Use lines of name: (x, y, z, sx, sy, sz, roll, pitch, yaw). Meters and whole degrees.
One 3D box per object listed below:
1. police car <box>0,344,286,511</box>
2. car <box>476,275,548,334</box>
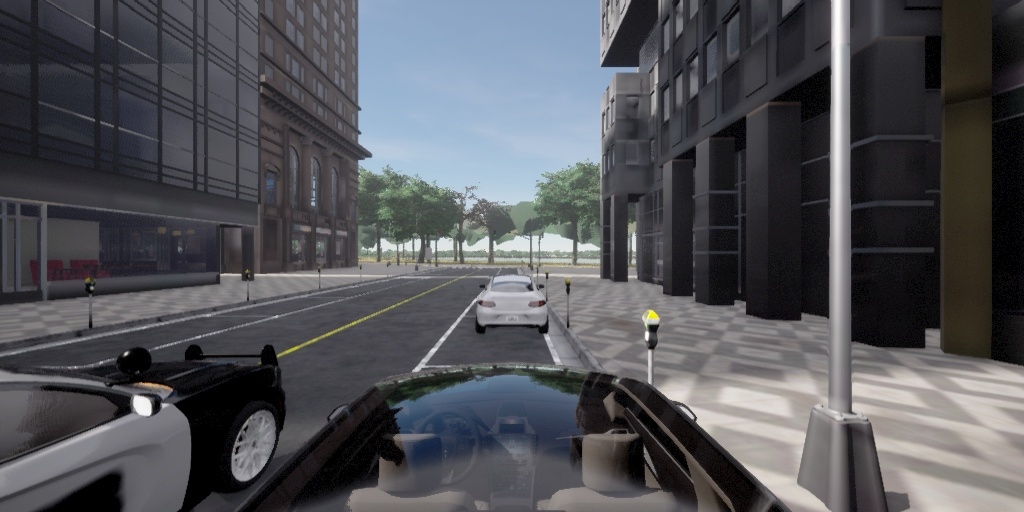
police car: (-3.145, 1.169, 1.610, 1.930, 1.638, 5.238, 0, 0, 0)
car: (0.003, 1.266, 10.500, 1.812, 1.442, 4.674, 0, 0, 0)
